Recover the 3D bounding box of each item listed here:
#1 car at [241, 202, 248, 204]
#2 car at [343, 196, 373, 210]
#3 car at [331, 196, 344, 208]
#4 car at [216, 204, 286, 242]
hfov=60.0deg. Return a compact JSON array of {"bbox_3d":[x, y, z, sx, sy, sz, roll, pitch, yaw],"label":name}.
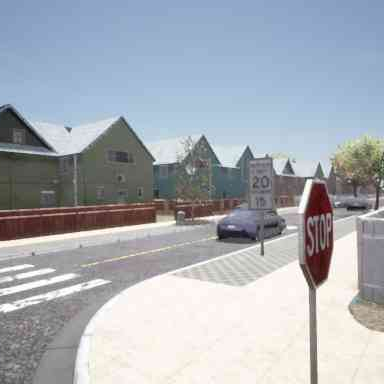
[{"bbox_3d":[4.017,1.398,22.242,2.128,1.511,4.902,-2,-1,37],"label":"car"},{"bbox_3d":[18.564,1.261,36.737,1.994,1.385,4.181,-2,-1,37],"label":"car"},{"bbox_3d":[18.865,1.240,41.914,2.128,1.511,4.902,-2,-1,37],"label":"car"},{"bbox_3d":[2.889,1.443,15.815,1.994,1.385,4.181,-2,-1,37],"label":"car"}]
